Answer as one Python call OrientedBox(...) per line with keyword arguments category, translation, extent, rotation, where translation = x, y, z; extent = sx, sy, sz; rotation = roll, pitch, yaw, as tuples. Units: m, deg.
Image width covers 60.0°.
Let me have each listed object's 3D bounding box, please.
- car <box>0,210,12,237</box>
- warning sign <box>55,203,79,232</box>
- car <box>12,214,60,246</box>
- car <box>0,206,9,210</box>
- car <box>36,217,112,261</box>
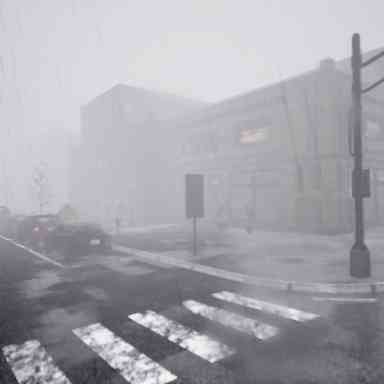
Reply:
OrientedBox(category="car", translation=(-11.728, 2.175, 22.785), extent=(1.752, 1.417, 4.829), rotation=(-1, -1, -38))
OrientedBox(category="warning sign", translation=(-8.424, 1.695, 22.420), extent=(1.300, 1.860, 1.060), rotation=(0, -1, -38))
OrientedBox(category="car", translation=(-8.228, 1.945, 18.268), extent=(1.967, 1.590, 4.097), rotation=(-1, -1, -38))
OrientedBox(category="car", translation=(-18.424, 2.243, 31.421), extent=(2.192, 1.841, 5.009), rotation=(-1, -1, -38))
OrientedBox(category="car", translation=(-4.827, 1.929, 13.882), extent=(1.947, 1.339, 4.313), rotation=(-1, -1, -38))
